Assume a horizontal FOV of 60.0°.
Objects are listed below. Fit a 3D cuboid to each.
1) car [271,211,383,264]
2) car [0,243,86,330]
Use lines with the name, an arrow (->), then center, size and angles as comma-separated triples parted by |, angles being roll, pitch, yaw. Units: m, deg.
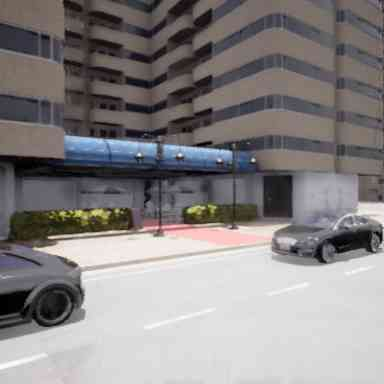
car -> 4.881, 1.443, 11.764 | 4.902, 1.511, 2.128 | 0, 0, -35
car -> -3.962, 1.566, 5.462 | 4.181, 1.385, 1.994 | 0, 0, -35
